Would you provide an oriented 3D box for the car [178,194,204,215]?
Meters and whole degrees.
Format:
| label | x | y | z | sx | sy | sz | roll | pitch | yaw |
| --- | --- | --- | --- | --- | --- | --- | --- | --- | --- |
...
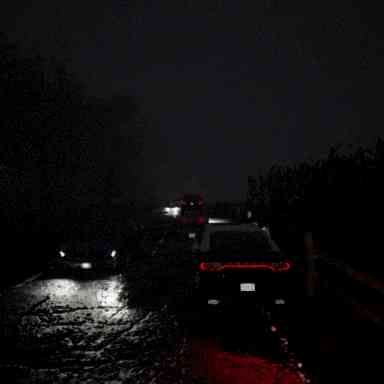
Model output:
| label | x | y | z | sx | sy | sz | roll | pitch | yaw |
| --- | --- | --- | --- | --- | --- | --- | --- | --- | --- |
| car | 0.009 | 1.214 | 33.841 | 2.150 | 2.045 | 5.566 | 0 | 0 | 0 |

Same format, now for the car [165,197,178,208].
| label | x | y | z | sx | sy | sz | roll | pitch | yaw |
| --- | --- | --- | --- | --- | --- | --- | --- | --- | --- |
| car | -2.827 | 1.482 | 48.355 | 2.128 | 1.511 | 4.902 | 0 | 0 | 0 |

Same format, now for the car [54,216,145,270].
| label | x | y | z | sx | sy | sz | roll | pitch | yaw |
| --- | --- | --- | --- | --- | --- | --- | --- | --- | --- |
| car | -2.770 | 1.543 | 11.360 | 2.033 | 1.411 | 5.357 | 0 | 0 | 0 |

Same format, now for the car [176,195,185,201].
| label | x | y | z | sx | sy | sz | roll | pitch | yaw |
| --- | --- | --- | --- | --- | --- | --- | --- | --- | --- |
| car | -2.881 | 1.558 | 83.127 | 1.994 | 1.385 | 4.181 | 0 | 0 | 0 |

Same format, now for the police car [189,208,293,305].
| label | x | y | z | sx | sy | sz | roll | pitch | yaw |
| --- | --- | --- | --- | --- | --- | --- | --- | --- | --- |
| police car | 0.948 | 1.422 | 8.268 | 1.930 | 1.638 | 5.238 | 0 | 0 | 0 |
